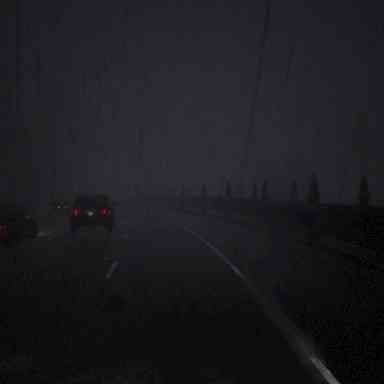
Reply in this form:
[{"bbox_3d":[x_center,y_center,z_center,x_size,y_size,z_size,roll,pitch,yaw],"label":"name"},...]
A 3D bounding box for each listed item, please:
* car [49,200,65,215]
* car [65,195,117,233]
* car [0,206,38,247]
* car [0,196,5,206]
[{"bbox_3d":[-13.122,1.487,32.999,2.033,1.411,5.357,0,0,-20],"label":"car"},{"bbox_3d":[-5.652,1.165,19.378,2.150,2.045,5.566,0,1,-11],"label":"car"},{"bbox_3d":[-8.363,1.531,14.728,1.994,1.385,4.181,0,0,-8],"label":"car"},{"bbox_3d":[-26.460,1.573,44.488,1.994,1.385,4.181,0,0,-30],"label":"car"}]
